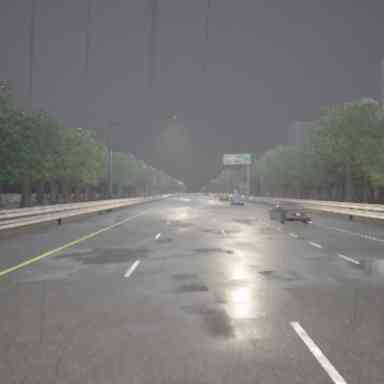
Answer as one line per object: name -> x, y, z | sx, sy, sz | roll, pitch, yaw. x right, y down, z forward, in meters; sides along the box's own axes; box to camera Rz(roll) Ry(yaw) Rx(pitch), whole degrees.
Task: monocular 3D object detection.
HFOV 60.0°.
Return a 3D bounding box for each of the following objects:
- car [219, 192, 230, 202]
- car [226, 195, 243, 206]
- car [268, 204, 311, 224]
car -> 7.301, 1.329, 77.006 | 2.097, 1.767, 4.553 | 0, 0, 0
car -> 7.146, 1.544, 54.032 | 2.033, 1.411, 5.357 | 0, 0, 0
car -> 7.028, 1.549, 24.440 | 2.033, 1.411, 5.357 | 0, 0, 0
